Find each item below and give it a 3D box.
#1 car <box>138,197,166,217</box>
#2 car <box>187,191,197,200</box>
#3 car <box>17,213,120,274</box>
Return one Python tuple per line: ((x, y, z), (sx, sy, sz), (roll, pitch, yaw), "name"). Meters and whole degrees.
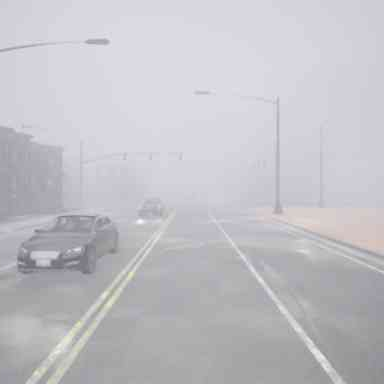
((-3.507, 1.289, 29.744), (2.097, 1.767, 4.553), (0, 0, 0), "car")
((-0.018, 0.655, 73.305), (2.097, 1.767, 4.553), (0, 6, 0), "car")
((-3.592, 1.451, 10.502), (2.128, 1.511, 4.902), (0, 0, 0), "car")
